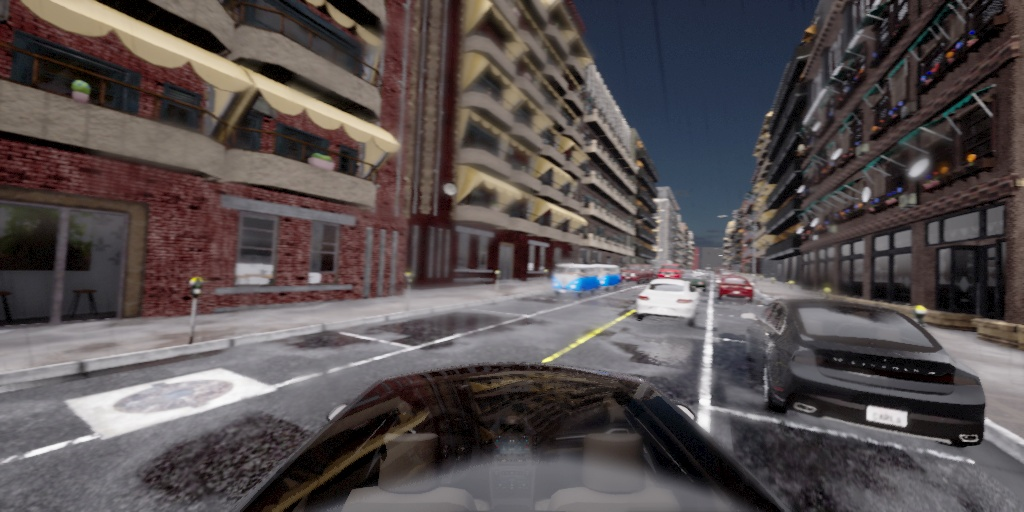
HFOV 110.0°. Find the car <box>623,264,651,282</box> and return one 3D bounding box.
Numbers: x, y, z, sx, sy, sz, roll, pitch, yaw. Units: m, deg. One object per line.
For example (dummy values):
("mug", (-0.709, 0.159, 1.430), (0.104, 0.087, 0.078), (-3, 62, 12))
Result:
("car", (11.758, 1.738, 34.886), (2.192, 1.841, 5.009), (0, 0, 29))

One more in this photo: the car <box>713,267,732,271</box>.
("car", (18.608, 2.055, 30.974), (1.967, 1.591, 4.097), (0, 0, 29))

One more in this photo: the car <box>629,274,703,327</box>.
("car", (5.759, 1.555, 13.067), (1.812, 1.442, 4.674), (2, -1, 29))

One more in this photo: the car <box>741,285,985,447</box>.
("car", (5.029, 1.450, 5.791), (1.837, 1.490, 4.892), (2, 0, 29))

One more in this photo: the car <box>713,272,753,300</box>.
("car", (13.196, 1.891, 21.330), (1.888, 1.381, 4.507), (0, 0, 29))

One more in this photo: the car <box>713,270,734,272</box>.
("car", (15.898, 2.025, 26.153), (1.888, 1.381, 4.507), (0, 0, 29))

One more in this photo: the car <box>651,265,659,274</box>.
("car", (14.460, 1.874, 39.709), (2.192, 1.841, 5.009), (0, 0, 29))

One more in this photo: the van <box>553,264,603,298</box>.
("van", (3.651, 1.363, 20.416), (1.690, 1.789, 3.998), (0, 0, 29))

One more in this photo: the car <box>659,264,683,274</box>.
("car", (18.020, 1.915, 40.790), (2.150, 2.045, 5.566), (2, -1, 30))

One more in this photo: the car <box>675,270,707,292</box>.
("car", (14.268, 2.045, 28.259), (1.895, 1.301, 4.718), (2, -1, 29))

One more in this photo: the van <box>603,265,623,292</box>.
("van", (6.354, 1.495, 25.240), (1.690, 1.789, 3.998), (0, 0, 29))
